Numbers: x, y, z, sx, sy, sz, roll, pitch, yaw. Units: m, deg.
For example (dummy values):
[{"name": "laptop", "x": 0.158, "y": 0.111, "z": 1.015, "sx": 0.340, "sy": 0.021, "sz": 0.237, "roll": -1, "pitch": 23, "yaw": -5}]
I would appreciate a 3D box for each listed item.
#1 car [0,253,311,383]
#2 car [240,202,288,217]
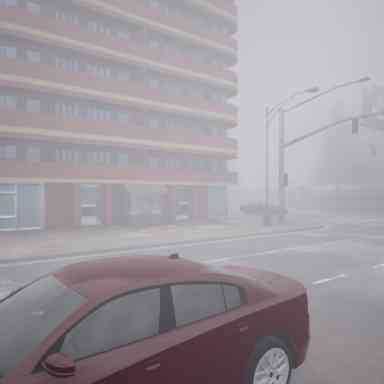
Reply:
[{"name": "car", "x": -0.881, "y": 1.478, "z": 3.363, "sx": 5.008, "sy": 1.535, "sz": 1.882, "roll": 0, "pitch": 0, "yaw": -36}, {"name": "car", "x": 6.884, "y": 1.601, "z": 32.055, "sx": 1.895, "sy": 1.301, "sz": 4.718, "roll": 0, "pitch": 0, "yaw": -36}]
